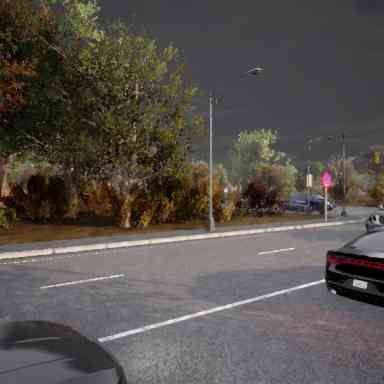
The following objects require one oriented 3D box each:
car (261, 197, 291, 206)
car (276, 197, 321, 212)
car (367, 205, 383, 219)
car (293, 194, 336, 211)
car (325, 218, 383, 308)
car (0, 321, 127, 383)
[{"bbox_3d":[13.890,1.585,55.223,1.895,1.301,4.718,0,0,-32],"label":"car"},{"bbox_3d":[12.061,1.567,38.177,1.994,1.385,4.181,0,0,-32],"label":"car"},{"bbox_3d":[10.578,1.223,15.897,5.566,2.045,2.150,0,0,-36],"label":"car"},{"bbox_3d":[14.661,1.225,40.648,2.150,2.045,5.566,0,0,-31],"label":"car"},{"bbox_3d":[4.985,1.479,7.328,5.008,1.535,1.882,0,0,-36],"label":"car"},{"bbox_3d":[-2.730,1.505,1.789,4.892,1.490,1.837,0,0,-36],"label":"car"}]
